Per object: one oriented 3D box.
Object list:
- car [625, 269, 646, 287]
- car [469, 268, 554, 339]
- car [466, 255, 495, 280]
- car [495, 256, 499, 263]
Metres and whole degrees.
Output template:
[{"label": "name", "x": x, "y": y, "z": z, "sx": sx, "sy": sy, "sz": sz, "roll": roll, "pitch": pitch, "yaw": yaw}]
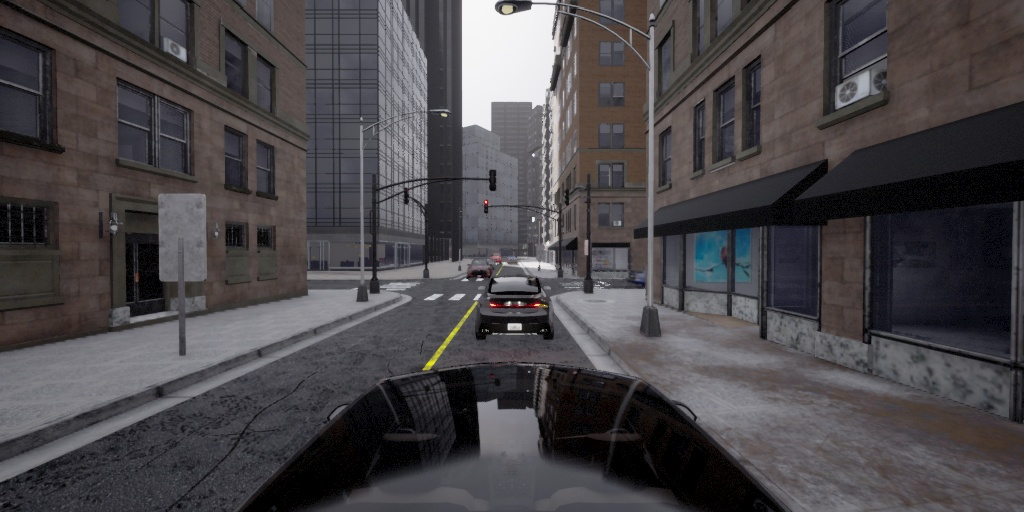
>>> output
[{"label": "car", "x": 9.728, "y": 1.254, "z": 21.749, "sx": 5.357, "sy": 1.411, "sz": 2.033, "roll": 0, "pitch": 1, "yaw": -3}, {"label": "car", "x": 0.070, "y": 1.252, "z": 10.009, "sx": 1.837, "sy": 1.490, "sz": 4.892, "roll": 0, "pitch": 0, "yaw": 0}, {"label": "car", "x": -2.807, "y": 1.062, "z": 31.117, "sx": 2.097, "sy": 1.767, "sz": 4.553, "roll": 0, "pitch": 0, "yaw": -4}, {"label": "car", "x": -3.149, "y": 1.094, "z": 46.577, "sx": 2.128, "sy": 1.511, "sz": 4.902, "roll": 0, "pitch": 1, "yaw": 0}]
